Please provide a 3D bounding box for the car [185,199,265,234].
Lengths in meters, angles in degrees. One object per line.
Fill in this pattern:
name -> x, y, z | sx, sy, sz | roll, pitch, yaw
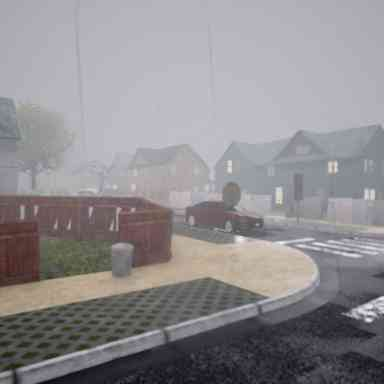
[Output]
car -> 1.579, 1.173, 17.295 | 1.882, 1.535, 5.008 | 1, 1, -35

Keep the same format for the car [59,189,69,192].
car -> -20.372, 0.313, 52.830 | 2.128, 1.511, 4.902 | 1, 1, -36

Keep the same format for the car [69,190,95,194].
car -> -10.710, 0.774, 34.482 | 2.033, 1.411, 5.357 | 1, 1, -36

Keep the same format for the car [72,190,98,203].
car -> -14.331, 0.550, 44.498 | 1.837, 1.490, 4.892 | 1, 1, -36

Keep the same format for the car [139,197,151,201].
car -> -4.168, 1.038, 25.361 | 1.994, 1.385, 4.181 | 1, 1, -35
